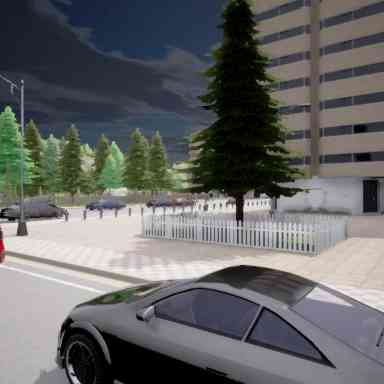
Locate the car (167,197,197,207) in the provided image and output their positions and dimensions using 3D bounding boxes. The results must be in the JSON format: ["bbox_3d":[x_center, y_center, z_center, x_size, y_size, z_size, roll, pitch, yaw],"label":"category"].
[{"bbox_3d":[-1.155,1.526,48.322,1.812,1.442,4.674,0,0,35],"label":"car"}]

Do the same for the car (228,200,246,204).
[{"bbox_3d":[8.357,1.564,61.666,1.994,1.385,4.181,0,0,35],"label":"car"}]

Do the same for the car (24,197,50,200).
[{"bbox_3d":[-16.187,1.352,33.554,2.097,1.767,4.553,0,0,35],"label":"car"}]

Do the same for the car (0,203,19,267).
[{"bbox_3d":[-7.318,1.221,9.157,5.566,2.045,2.150,0,0,36],"label":"car"}]

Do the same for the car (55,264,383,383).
[{"bbox_3d":[0.373,1.564,3.726,4.181,1.385,1.994,0,0,35],"label":"car"}]

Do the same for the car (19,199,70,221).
[{"bbox_3d":[-12.487,1.547,26.350,2.033,1.411,5.357,0,0,35],"label":"car"}]

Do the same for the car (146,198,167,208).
[{"bbox_3d":[-4.923,1.564,49.362,1.994,1.385,4.181,0,0,36],"label":"car"}]

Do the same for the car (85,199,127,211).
[{"bbox_3d":[-10.612,1.547,41.391,2.033,1.411,5.357,0,0,35],"label":"car"}]
